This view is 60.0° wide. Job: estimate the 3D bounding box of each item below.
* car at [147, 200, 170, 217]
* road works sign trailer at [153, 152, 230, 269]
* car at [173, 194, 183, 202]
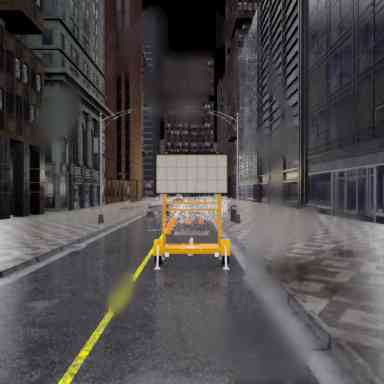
[{"bbox_3d":[-3.133,1.525,31.453,1.812,1.442,4.674,0,0,0],"label":"car"},{"bbox_3d":[-0.007,0.464,11.069,2.380,3.560,2.880,0,0,0],"label":"road works sign trailer"},{"bbox_3d":[-3.083,1.355,74.573,2.097,1.767,4.553,0,0,0],"label":"car"}]
